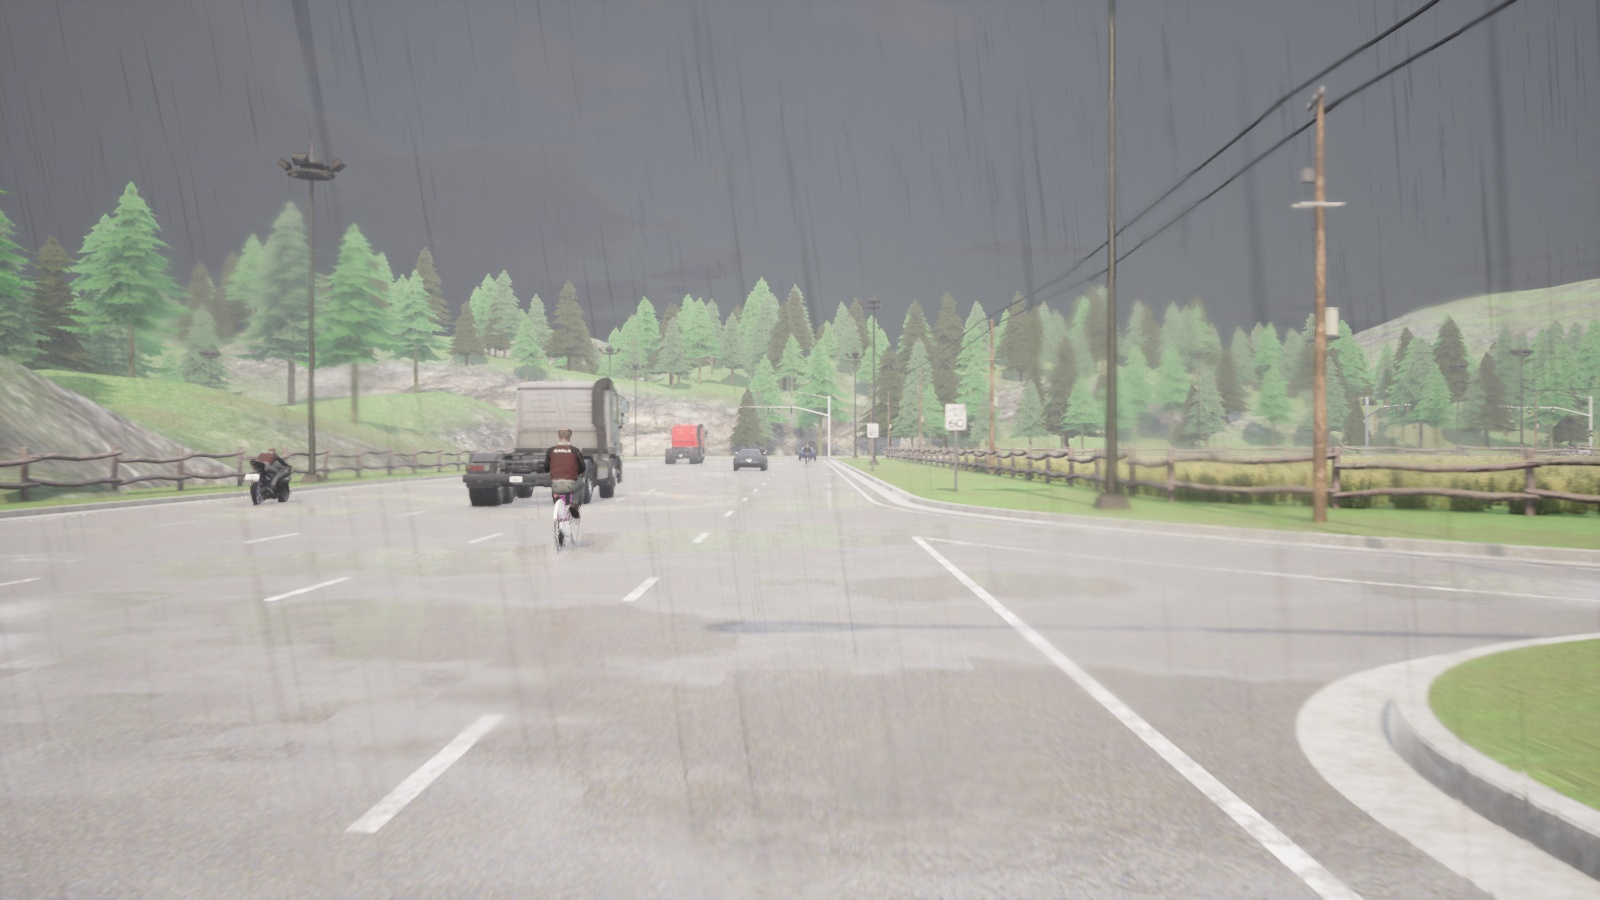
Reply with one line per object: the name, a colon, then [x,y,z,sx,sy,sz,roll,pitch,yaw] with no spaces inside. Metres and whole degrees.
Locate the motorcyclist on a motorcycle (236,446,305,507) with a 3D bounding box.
motorcyclist on a motorcycle: [-13.797,0.669,32.784,0.866,1.530,2.191,0,0,0]

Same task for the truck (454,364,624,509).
truck: [-6.789,-0.345,33.949,2.891,3.462,7.936,0,0,0]

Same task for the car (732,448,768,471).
car: [-3.043,0.571,76.984,1.994,1.385,4.181,0,0,0]

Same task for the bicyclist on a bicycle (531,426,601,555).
bicyclist on a bicycle: [-3.380,0.558,18.269,0.659,1.776,1.843,0,0,0]
